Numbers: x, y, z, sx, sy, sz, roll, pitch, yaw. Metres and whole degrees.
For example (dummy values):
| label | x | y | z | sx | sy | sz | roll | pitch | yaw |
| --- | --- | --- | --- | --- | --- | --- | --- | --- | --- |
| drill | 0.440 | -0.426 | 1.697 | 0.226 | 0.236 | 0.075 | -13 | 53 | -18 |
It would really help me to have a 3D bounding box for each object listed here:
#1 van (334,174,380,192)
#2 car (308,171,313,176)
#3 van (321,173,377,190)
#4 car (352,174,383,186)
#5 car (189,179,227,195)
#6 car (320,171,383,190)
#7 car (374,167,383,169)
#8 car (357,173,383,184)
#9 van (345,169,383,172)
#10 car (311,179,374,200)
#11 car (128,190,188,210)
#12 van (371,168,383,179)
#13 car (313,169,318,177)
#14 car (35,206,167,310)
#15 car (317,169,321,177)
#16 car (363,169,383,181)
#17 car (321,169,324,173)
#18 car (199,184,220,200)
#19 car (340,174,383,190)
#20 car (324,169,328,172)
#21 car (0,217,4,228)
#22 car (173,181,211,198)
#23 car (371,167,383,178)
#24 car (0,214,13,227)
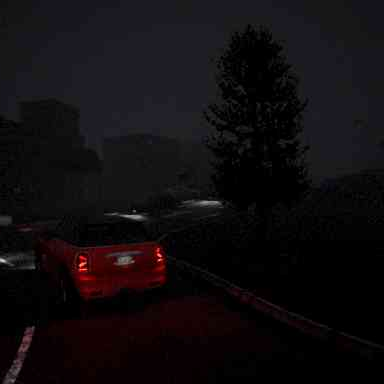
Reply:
| label | x | y | z | sx | sy | sz | roll | pitch | yaw |
| --- | --- | --- | --- | --- | --- | --- | --- | --- | --- |
| van | 18.951 | -1.041 | 38.444 | 4.442 | 1.987 | 1.878 | -1 | 5 | 16 |
| car | 25.361 | -3.958 | 78.088 | 4.553 | 1.767 | 2.185 | -2 | 4 | 15 |
| van | 15.655 | -0.554 | 33.556 | 4.442 | 1.987 | 1.878 | -1 | 4 | 16 |
| car | 26.110 | -1.798 | 48.122 | 4.892 | 1.521 | 2.231 | -1 | 5 | 16 |
| car | 2.174 | -0.629 | 44.262 | 4.553 | 1.767 | 2.185 | -2 | 4 | 14 |
| car | 17.273 | -0.822 | 36.002 | 5.566 | 2.045 | 2.435 | -1 | 5 | 16 |
| car | 29.611 | -2.542 | 52.990 | 5.566 | 2.045 | 2.435 | -1 | 4 | 15 |
| car | 27.878 | -2.016 | 50.563 | 4.792 | 1.488 | 2.163 | -1 | 4 | 16 |
| van | 22.701 | -1.535 | 43.227 | 4.442 | 1.987 | 1.878 | -1 | 4 | 16 |
| car | 13.786 | -0.083 | 31.191 | 5.008 | 1.535 | 2.097 | -1 | 4 | 16 |
| car | -2.936 | 0.913 | 27.639 | 2.033 | 1.411 | 5.357 | 0 | 4 | 34 |
| van | 36.537 | -3.499 | 62.794 | 4.442 | 1.987 | 1.878 | -1 | 4 | 15 |
| car | 27.015 | -4.054 | 80.509 | 5.008 | 1.535 | 2.097 | -2 | 4 | 15 |
| car | -2.469 | 1.342 | 8.224 | 2.097 | 1.767 | 4.553 | 0 | 0 | -33 |
| car | 28.674 | -4.267 | 82.916 | 5.008 | 1.535 | 2.097 | -2 | 3 | 15 |
| car | 33.054 | -3.035 | 57.902 | 5.566 | 2.045 | 2.435 | -1 | 4 | 15 |
| car | 30.175 | -4.475 | 85.363 | 5.366 | 1.575 | 1.946 | -2 | 3 | 15 |
| car | 3.371 | 0.029 | 36.890 | 2.033 | 1.411 | 5.357 | 0 | 5 | 35 |
| car | 20.801 | -1.188 | 40.852 | 4.553 | 1.767 | 2.185 | -1 | 4 | 16 |
| car | 31.986 | -4.929 | 87.705 | 5.566 | 2.045 | 2.435 | -2 | 3 | 15 |
| car | -5.453 | 1.532 | 7.279 | 2.033 | 1.411 | 5.357 | 0 | 0 | -28 |
| car | 0.533 | -0.234 | 41.844 | 4.792 | 1.488 | 2.163 | -2 | 3 | 14 |
| car | 39.849 | -3.997 | 67.723 | 5.566 | 2.045 | 2.435 | -1 | 4 | 15 |
| car | -12.281 | 1.547 | 17.750 | 4.718 | 1.301 | 1.895 | -1 | 0 | -30 |
